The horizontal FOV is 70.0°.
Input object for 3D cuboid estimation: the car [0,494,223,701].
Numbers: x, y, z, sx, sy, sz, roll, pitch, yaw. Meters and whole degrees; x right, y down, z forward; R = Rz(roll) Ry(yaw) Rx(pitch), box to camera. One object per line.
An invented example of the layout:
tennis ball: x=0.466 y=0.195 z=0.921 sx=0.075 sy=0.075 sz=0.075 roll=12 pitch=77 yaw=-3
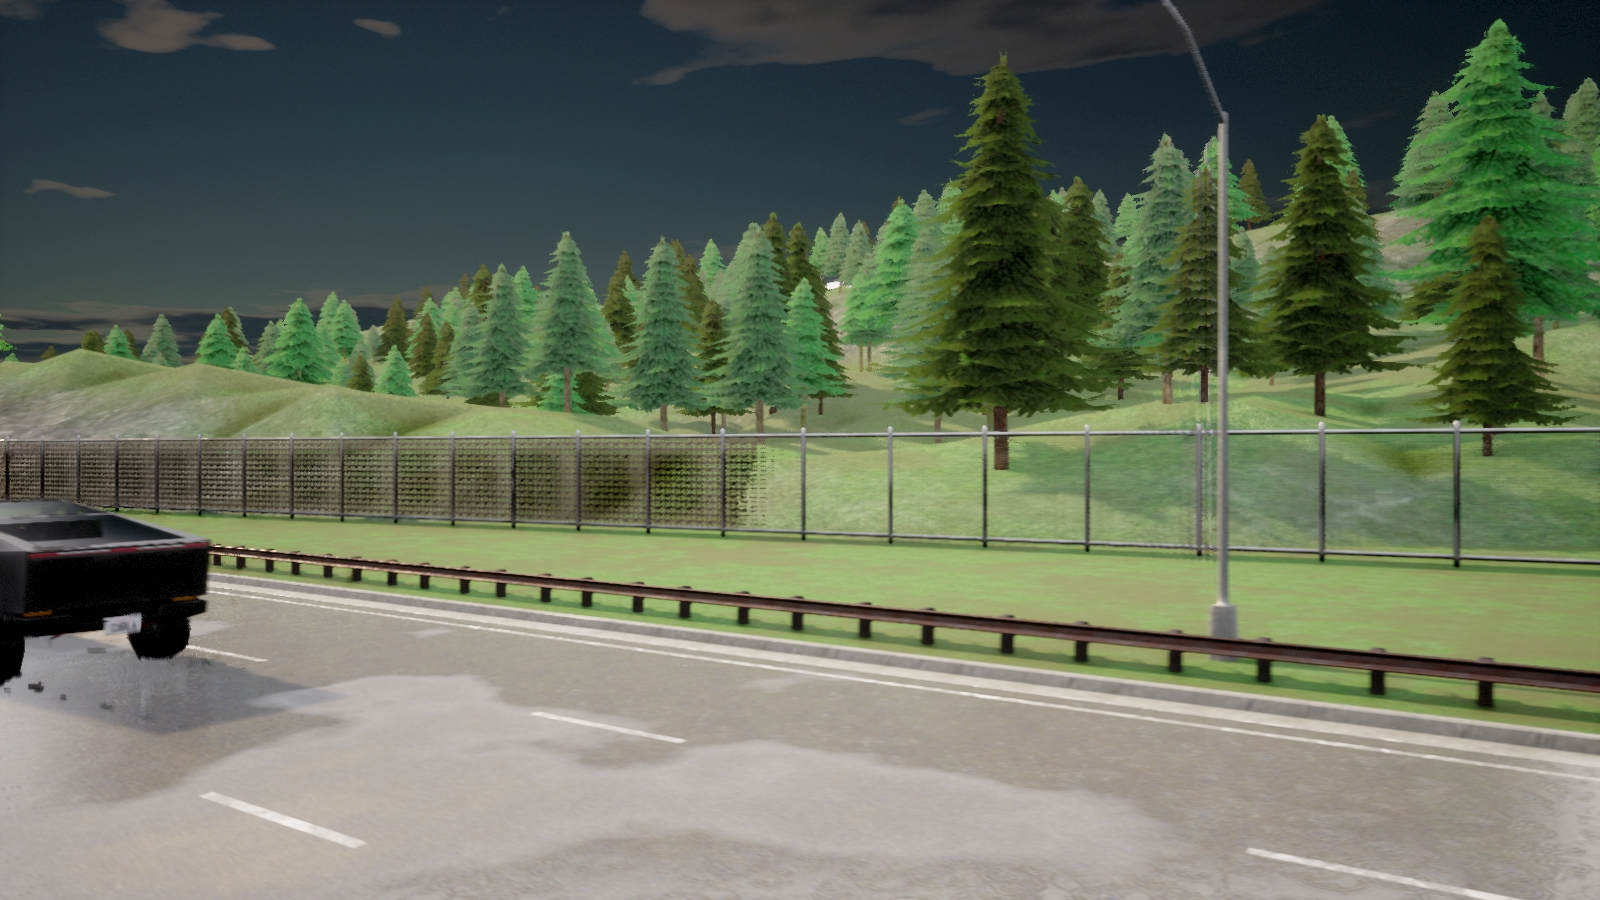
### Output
car: x=-10.697 y=1.755 z=15.556 sx=6.274 sy=2.098 sz=2.390 roll=0 pitch=0 yaw=35
